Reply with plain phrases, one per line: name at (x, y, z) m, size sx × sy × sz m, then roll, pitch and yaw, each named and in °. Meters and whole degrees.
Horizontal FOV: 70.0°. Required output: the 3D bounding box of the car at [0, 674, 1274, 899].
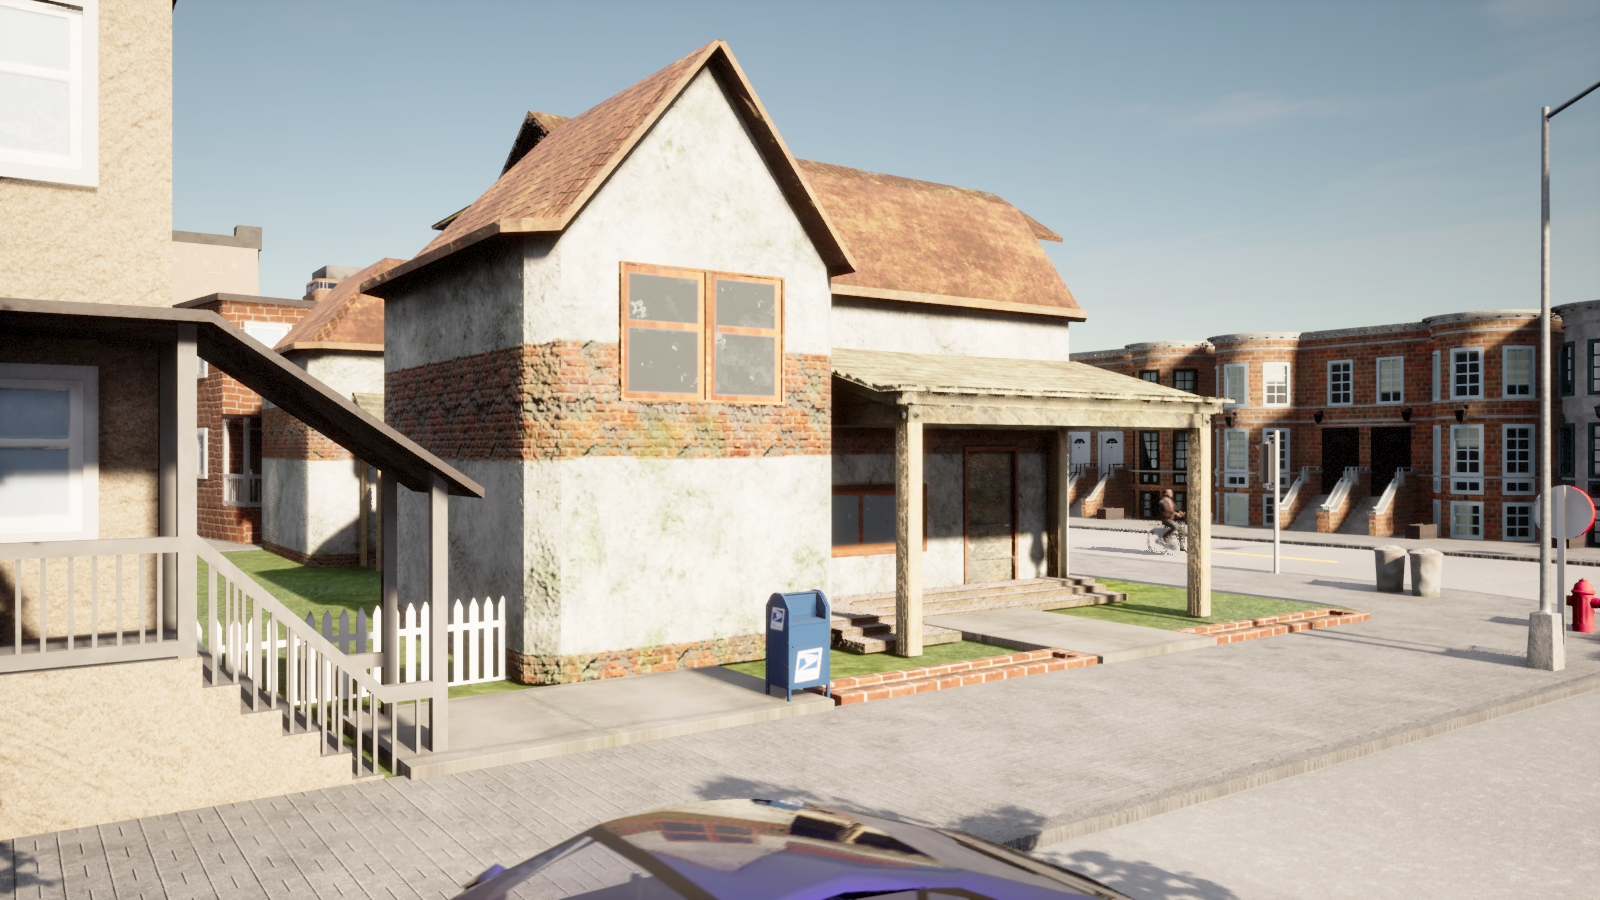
car at (-0.425, 1.897, 4.099) m, size 4.181 × 1.385 × 1.994 m, roll 0°, pitch 0°, yaw -35°
